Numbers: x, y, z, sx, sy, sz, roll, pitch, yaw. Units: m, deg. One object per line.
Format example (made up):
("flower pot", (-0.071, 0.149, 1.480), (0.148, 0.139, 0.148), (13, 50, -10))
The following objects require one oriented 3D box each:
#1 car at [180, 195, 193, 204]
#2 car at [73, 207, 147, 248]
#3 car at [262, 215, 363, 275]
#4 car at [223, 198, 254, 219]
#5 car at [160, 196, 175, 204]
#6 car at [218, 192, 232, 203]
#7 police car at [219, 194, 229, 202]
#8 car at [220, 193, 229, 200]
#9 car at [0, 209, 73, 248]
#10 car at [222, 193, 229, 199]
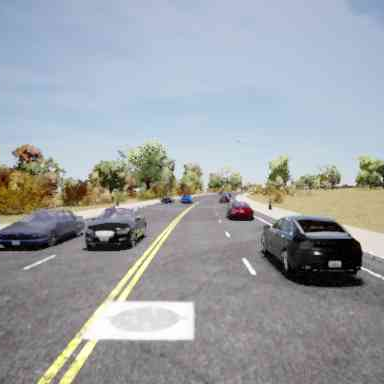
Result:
("car", (-0.934, 1.226, 57.261), (1.882, 1.535, 5.008), (0, 1, 5))
("car", (-3.166, 1.442, 14.637), (2.128, 1.511, 4.902), (0, 0, 1))
("car", (3.453, 1.472, 10.367), (1.837, 1.490, 4.892), (0, 0, 1))
("car", (3.940, 1.461, 27.767), (1.994, 1.385, 4.181), (0, 0, 2))
("car", (-4.179, 1.314, 57.442), (1.994, 1.385, 4.181), (0, 0, 5))
("car", (5.761, 1.257, 58.987), (1.812, 1.442, 4.674), (0, 0, 5))
("police car", (6.767, 1.163, 69.866), (2.038, 1.542, 4.974), (0, 0, 6))
("car", (7.942, 1.071, 80.729), (2.128, 1.511, 4.902), (0, 0, 7))
("car", (-6.421, 1.496, 14.881), (2.033, 1.411, 5.357), (0, 0, 1))
("car", (9.285, 0.999, 91.572), (1.837, 1.490, 4.892), (0, 0, 8))
